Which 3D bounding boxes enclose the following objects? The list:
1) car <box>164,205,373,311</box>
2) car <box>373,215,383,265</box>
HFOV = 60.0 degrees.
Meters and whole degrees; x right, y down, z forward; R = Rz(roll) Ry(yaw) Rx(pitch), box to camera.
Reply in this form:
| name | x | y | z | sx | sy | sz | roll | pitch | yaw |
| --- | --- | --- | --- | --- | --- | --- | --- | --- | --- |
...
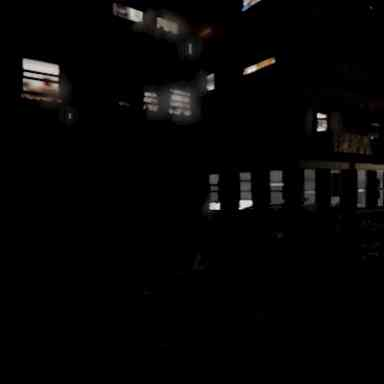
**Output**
| name | x | y | z | sx | sy | sz | roll | pitch | yaw |
| --- | --- | --- | --- | --- | --- | --- | --- | --- | --- |
| car | 1.816 | 1.271 | 7.857 | 5.009 | 1.841 | 2.192 | -1 | 0 | -35 |
| car | 6.372 | 1.464 | 11.121 | 4.403 | 1.369 | 2.008 | -1 | 0 | -35 |
